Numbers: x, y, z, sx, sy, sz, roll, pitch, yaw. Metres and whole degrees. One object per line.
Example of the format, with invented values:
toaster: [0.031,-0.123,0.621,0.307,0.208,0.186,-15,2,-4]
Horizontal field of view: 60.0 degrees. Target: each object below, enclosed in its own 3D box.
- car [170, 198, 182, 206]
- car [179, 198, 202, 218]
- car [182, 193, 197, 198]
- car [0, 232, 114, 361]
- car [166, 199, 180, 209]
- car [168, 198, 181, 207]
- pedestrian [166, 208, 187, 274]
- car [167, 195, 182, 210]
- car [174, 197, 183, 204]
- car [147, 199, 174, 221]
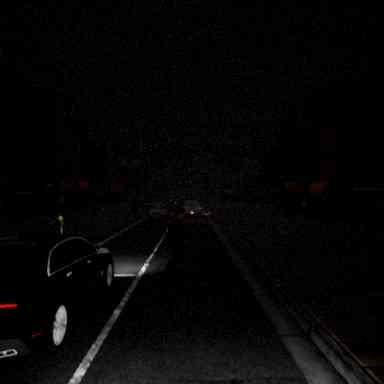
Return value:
car: [-2.853,1.737,60.486,2.008,1.369,4.403,-2,0,0]
car: [-0.003,1.550,30.674,1.812,1.442,4.674,0,0,0]
car: [-0.046,1.439,44.903,2.097,1.767,4.553,0,0,-2]
car: [-2.770,1.498,6.098,1.837,1.490,4.892,0,0,0]
car: [-2.814,1.697,49.585,1.802,1.307,4.206,-1,0,0]
car: [-2.835,1.700,55.037,2.008,1.369,4.403,-2,0,0]
pedestrian: [-0.410,1.285,9.032,0.375,1.860,0.375,1,1,0]
car: [-2.803,1.523,44.144,1.967,1.590,4.097,-2,0,0]
car: [-2.888,1.849,71.380,1.802,1.307,4.206,-2,0,0]
car: [-2.745,1.540,27.632,1.752,1.417,4.829,-1,0,0]
